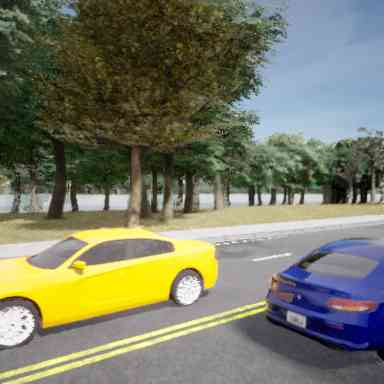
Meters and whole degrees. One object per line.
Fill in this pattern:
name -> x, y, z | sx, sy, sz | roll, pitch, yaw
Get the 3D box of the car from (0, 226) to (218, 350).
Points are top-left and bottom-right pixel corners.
car -> -1.776, 1.481, 6.413 | 5.008, 1.535, 1.882 | 0, 0, -36

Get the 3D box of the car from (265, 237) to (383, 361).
car -> 3.263, 1.534, 5.775 | 4.674, 1.442, 1.812 | 0, 0, -36
